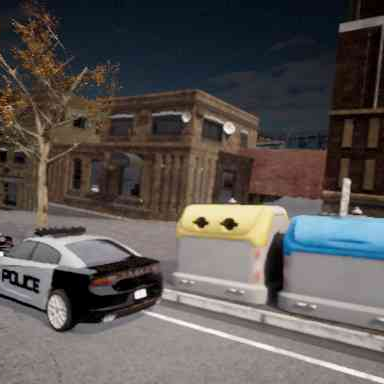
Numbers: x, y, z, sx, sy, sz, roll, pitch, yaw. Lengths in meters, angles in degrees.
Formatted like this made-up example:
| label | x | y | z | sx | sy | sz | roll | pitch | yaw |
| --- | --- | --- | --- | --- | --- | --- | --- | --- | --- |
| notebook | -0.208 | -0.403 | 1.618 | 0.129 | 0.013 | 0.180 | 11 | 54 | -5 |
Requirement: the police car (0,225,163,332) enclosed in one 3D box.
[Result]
| label | x | y | z | sx | sy | sz | roll | pitch | yaw |
| --- | --- | --- | --- | --- | --- | --- | --- | --- | --- |
| police car | -2.972 | 1.577 | 7.300 | 5.238 | 1.638 | 1.930 | -1 | -2 | 36 |
